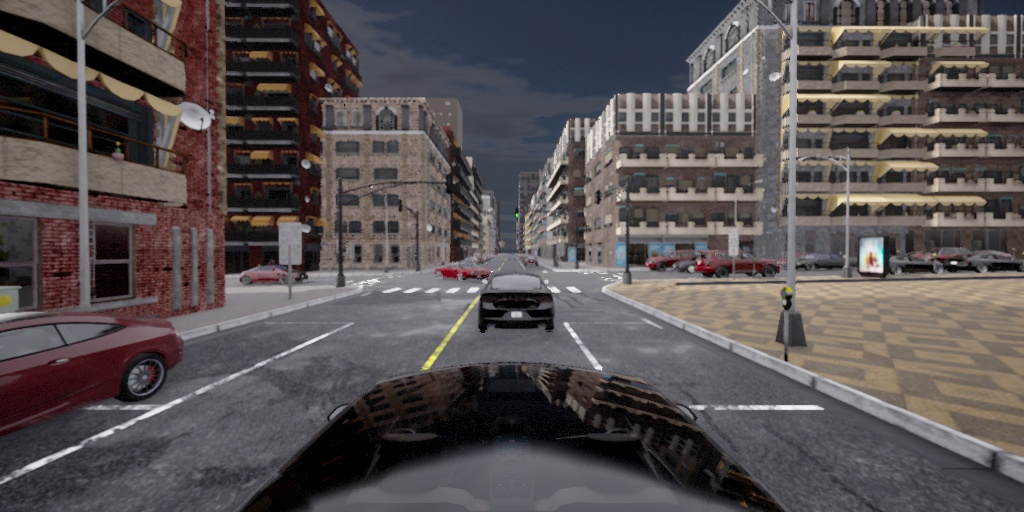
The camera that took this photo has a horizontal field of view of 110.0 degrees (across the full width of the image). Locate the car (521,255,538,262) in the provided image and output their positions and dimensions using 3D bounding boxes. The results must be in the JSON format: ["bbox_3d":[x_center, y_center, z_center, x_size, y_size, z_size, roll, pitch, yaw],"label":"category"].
[{"bbox_3d":[2.713,0.611,51.392,1.967,1.591,4.097,0,0,0],"label":"car"}]

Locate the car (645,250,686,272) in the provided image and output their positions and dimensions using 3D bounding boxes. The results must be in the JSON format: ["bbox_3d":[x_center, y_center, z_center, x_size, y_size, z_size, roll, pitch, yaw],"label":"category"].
[{"bbox_3d":[14.589,0.400,32.035,5.009,1.841,2.192,0,0,0],"label":"car"}]

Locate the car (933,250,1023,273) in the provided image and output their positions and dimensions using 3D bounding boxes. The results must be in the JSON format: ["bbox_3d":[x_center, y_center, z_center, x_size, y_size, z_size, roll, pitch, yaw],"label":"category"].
[{"bbox_3d":[31.361,0.453,23.790,4.313,1.339,1.948,0,0,0],"label":"car"}]

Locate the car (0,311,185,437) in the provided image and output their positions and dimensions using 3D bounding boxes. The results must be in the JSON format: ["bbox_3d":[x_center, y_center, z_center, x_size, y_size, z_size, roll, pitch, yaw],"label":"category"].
[{"bbox_3d":[-5.740,1.308,3.691,1.802,1.307,4.207,0,0,0],"label":"car"}]

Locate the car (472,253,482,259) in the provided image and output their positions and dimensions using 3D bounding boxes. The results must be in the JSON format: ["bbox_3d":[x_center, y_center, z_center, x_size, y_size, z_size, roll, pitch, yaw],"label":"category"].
[{"bbox_3d":[-5.668,0.696,51.224,1.751,1.417,4.829,0,0,0],"label":"car"}]

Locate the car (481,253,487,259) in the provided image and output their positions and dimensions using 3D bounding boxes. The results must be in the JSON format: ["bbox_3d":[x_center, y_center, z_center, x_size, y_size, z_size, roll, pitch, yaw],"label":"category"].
[{"bbox_3d":[-5.665,0.421,57.075,2.192,1.841,5.009,0,0,0],"label":"car"}]

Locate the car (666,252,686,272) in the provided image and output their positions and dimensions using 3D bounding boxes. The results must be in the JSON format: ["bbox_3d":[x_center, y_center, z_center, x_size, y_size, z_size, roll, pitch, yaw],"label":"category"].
[{"bbox_3d":[15.747,0.605,29.447,4.892,1.490,1.837,-1,1,0],"label":"car"}]

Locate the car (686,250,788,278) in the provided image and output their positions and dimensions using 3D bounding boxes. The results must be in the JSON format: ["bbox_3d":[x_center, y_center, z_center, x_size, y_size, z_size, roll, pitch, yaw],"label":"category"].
[{"bbox_3d":[14.720,0.515,23.656,5.009,1.841,2.192,0,0,0],"label":"car"}]

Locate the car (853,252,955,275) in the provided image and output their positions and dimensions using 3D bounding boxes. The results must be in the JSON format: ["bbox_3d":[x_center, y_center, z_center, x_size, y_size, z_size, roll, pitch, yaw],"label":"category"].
[{"bbox_3d":[25.814,0.558,23.745,4.313,1.339,1.948,0,0,0],"label":"car"}]

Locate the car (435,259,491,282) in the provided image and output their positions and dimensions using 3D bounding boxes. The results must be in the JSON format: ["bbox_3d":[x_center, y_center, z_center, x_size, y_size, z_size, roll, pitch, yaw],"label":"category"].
[{"bbox_3d":[-3.703,1.111,25.817,1.895,1.301,4.718,-2,1,-40],"label":"car"}]

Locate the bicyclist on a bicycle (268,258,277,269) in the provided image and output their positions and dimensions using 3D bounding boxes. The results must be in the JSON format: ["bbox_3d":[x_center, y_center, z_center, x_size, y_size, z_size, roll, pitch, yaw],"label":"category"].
[{"bbox_3d":[-23.151,1.043,34.655,0.582,1.620,1.656,-1,1,0],"label":"bicyclist on a bicycle"}]

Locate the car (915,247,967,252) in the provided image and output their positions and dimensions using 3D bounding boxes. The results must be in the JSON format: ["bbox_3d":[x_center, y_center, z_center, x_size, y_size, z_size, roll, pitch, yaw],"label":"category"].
[{"bbox_3d":[35.150,0.086,29.589,4.553,1.767,2.097,-1,1,0],"label":"car"}]

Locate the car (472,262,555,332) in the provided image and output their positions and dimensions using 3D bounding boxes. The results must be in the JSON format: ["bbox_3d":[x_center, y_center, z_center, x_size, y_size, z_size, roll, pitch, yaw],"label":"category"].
[{"bbox_3d":[0.104,1.122,10.500,1.882,1.535,5.008,0,1,0],"label":"car"}]

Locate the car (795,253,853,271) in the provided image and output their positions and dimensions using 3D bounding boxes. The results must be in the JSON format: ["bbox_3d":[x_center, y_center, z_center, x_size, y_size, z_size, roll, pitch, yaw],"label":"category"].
[{"bbox_3d":[25.492,0.464,29.523,5.357,1.411,2.033,-1,1,0],"label":"car"}]

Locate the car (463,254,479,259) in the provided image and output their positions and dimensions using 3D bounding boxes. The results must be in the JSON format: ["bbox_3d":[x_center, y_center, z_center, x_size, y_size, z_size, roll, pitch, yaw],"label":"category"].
[{"bbox_3d":[-5.670,0.801,45.711,1.948,1.339,4.313,0,0,0],"label":"car"}]

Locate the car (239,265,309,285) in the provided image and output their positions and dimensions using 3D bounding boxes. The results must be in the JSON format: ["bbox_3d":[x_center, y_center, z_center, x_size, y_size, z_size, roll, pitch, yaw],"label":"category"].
[{"bbox_3d":[-17.165,1.319,25.977,4.181,1.385,1.994,-1,1,-1],"label":"car"}]
